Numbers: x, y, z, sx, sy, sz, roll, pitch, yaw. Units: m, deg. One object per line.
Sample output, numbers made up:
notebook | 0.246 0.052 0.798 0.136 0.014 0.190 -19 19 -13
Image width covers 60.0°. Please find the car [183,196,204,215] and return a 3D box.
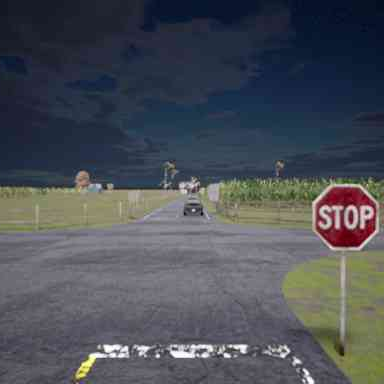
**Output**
car | 0.153 1.480 34.022 1.837 1.490 4.892 0 0 0

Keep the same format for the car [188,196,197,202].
car | 0.111 1.512 72.824 1.895 1.301 4.718 0 0 0
